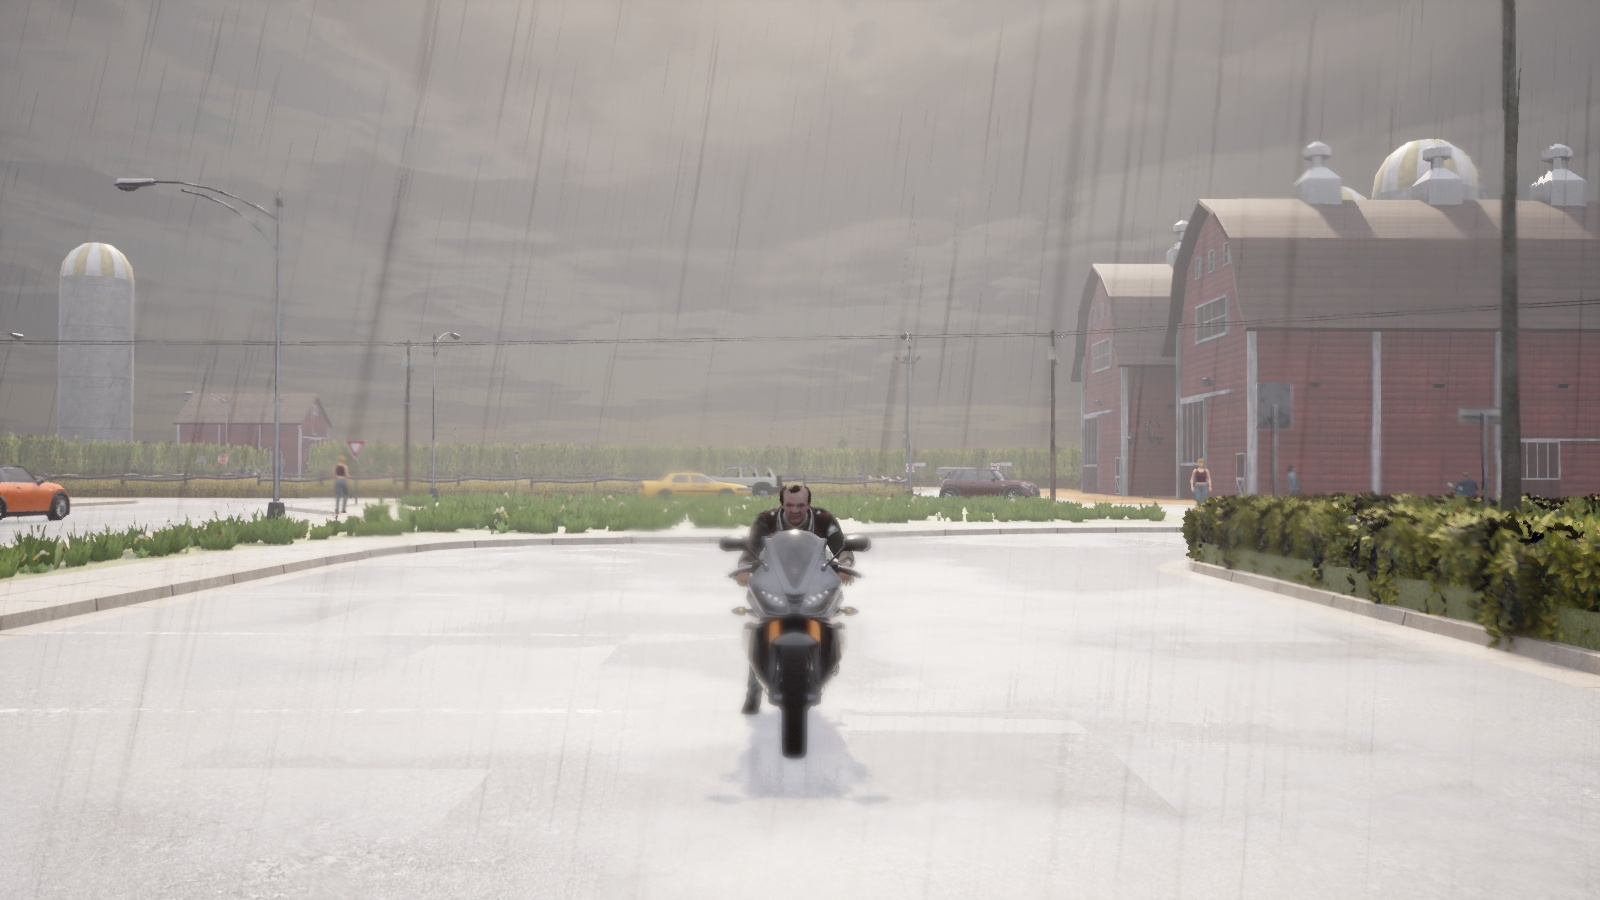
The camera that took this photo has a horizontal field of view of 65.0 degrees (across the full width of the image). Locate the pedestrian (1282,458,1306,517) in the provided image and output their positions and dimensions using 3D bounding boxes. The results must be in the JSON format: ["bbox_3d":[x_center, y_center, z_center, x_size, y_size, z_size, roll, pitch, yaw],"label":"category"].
[{"bbox_3d":[16.267,1.229,41.382,0.692,1.930,0.396,0,-1,16],"label":"pedestrian"}]

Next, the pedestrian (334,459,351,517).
[{"bbox_3d":[-14.445,1.192,39.647,0.345,1.836,0.594,0,-1,0],"label":"pedestrian"}]

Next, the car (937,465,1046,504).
[{"bbox_3d":[8.877,1.589,58.289,4.553,1.767,2.097,-1,-1,26],"label":"car"}]

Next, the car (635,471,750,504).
[{"bbox_3d":[-5.148,1.785,60.369,5.366,1.575,1.801,0,-1,0],"label":"car"}]

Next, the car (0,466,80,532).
[{"bbox_3d":[-22.734,1.360,35.586,2.097,1.767,4.553,0,-1,-1],"label":"car"}]

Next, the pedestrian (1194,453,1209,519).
[{"bbox_3d":[11.390,1.021,35.640,0.345,1.836,0.594,0,-1,15],"label":"pedestrian"}]

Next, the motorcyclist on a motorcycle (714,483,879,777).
[{"bbox_3d":[-0.023,0.979,7.742,0.866,1.530,2.191,0,-1,0],"label":"motorcyclist on a motorcycle"}]

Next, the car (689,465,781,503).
[{"bbox_3d":[-3.281,1.713,63.898,4.605,1.855,1.932,-1,-1,-1],"label":"car"}]
